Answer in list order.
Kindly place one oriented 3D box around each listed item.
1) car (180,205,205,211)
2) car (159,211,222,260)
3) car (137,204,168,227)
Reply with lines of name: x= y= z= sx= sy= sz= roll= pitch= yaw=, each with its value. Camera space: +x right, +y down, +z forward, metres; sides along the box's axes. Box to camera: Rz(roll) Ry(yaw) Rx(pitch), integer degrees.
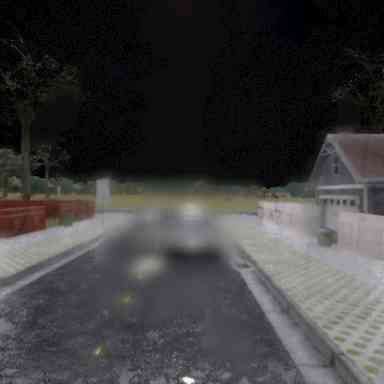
car: x=0.026 y=1.722 z=26.142 sx=1.812 sy=1.442 sz=4.674 roll=0 pitch=-1 yaw=0
car: x=0.044 y=1.655 z=12.768 sx=1.994 sy=1.385 sz=4.181 roll=0 pitch=0 yaw=0
car: x=-2.802 y=1.674 z=24.377 sx=2.128 sy=1.511 sz=4.902 roll=0 pitch=-1 yaw=1
